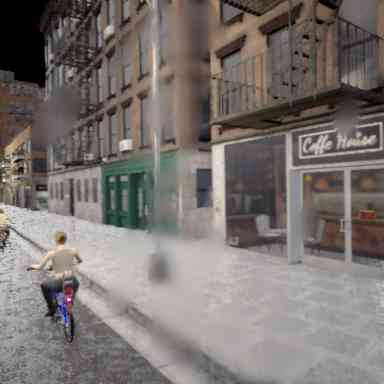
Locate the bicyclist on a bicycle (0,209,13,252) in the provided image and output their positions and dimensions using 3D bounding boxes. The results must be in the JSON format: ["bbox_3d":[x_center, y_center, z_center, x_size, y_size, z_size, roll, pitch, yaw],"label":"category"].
[{"bbox_3d":[-7.300,1.453,12.800,0.866,1.612,1.509,-1,1,-34],"label":"bicyclist on a bicycle"}]

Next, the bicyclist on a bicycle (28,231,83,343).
[{"bbox_3d":[-2.115,1.423,5.330,0.866,1.612,1.509,-1,1,-34],"label":"bicyclist on a bicycle"}]
